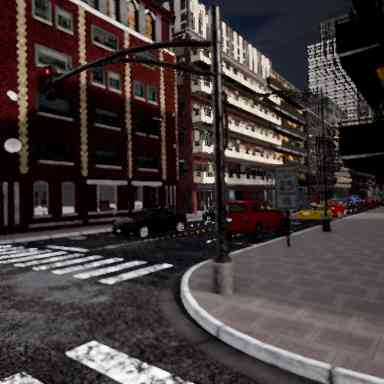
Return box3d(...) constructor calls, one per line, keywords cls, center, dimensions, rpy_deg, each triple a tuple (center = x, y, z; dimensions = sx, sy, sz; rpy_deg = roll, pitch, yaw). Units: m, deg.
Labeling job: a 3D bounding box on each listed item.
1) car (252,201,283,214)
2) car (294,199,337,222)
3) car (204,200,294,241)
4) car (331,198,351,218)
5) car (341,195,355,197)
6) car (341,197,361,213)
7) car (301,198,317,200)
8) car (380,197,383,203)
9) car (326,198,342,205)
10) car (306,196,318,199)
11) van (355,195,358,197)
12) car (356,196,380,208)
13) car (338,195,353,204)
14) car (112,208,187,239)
box3d(cls="car", center=(9.044, 1.820, 39.536), dimensions=(1.752, 1.417, 4.829), rpy_deg=(-2, -1, 36))
box3d(cls="car", center=(9.595, 1.542, 25.913), dimensions=(1.752, 1.417, 4.829), rpy_deg=(-2, -1, 36))
box3d(cls="car", center=(3.032, 1.334, 16.754), dimensions=(2.192, 1.841, 5.009), rpy_deg=(-2, -1, 36))
box3d(cls="car", center=(12.726, 1.561, 30.287), dimensions=(1.887, 1.381, 4.507), rpy_deg=(-2, -1, 36))
box3d(cls="car", center=(28.025, 1.757, 61.438), dimensions=(2.033, 1.411, 5.357), rpy_deg=(-2, -1, 36))
box3d(cls="car", center=(15.955, 1.566, 34.799), dimensions=(2.008, 1.369, 4.403), rpy_deg=(-2, -1, 36))
box3d(cls="car", center=(13.021, 1.754, 40.473), dimensions=(2.033, 1.411, 5.357), rpy_deg=(-2, -1, 36))
box3d(cls="car", center=(35.326, 1.579, 61.869), dimensions=(1.887, 1.381, 4.507), rpy_deg=(-2, -2, 36))
box3d(cls="car", center=(28.515, 1.864, 66.743), dimensions=(2.008, 1.369, 4.403), rpy_deg=(-2, -2, 36))
box3d(cls="car", center=(18.823, 1.609, 53.213), dimensions=(2.192, 1.841, 5.009), rpy_deg=(-2, -1, 36))
box3d(cls="van", center=(41.427, 1.697, 84.796), dimensions=(1.690, 1.788, 3.998), rpy_deg=(-3, -2, 36))
box3d(cls="car", center=(25.641, 1.560, 48.334), dimensions=(1.887, 1.381, 4.507), rpy_deg=(-2, -1, 36))
box3d(cls="car", center=(34.968, 1.649, 75.773), dimensions=(2.192, 1.841, 5.009), rpy_deg=(-2, -2, 36))
box3d(cls="car", center=(-2.309, 1.705, 19.051), dimensions=(1.882, 1.535, 5.008), rpy_deg=(-2, -1, 36))
